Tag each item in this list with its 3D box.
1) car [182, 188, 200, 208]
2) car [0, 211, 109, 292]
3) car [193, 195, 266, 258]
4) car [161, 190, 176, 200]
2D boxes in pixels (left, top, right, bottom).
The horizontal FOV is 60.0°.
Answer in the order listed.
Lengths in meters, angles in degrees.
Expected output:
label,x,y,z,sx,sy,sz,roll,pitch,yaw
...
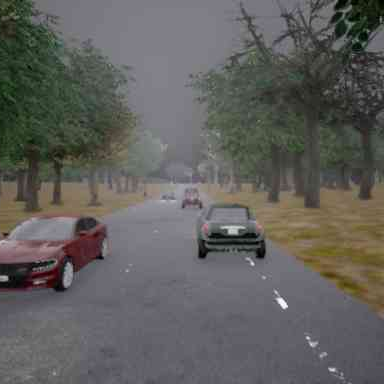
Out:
label,x,y,z,sx,sy,sz,roll,pitch,yaw
car,0.007,0.725,35.492,2.097,1.767,4.553,0,1,0
car,-3.611,1.331,8.811,1.882,1.535,5.008,0,1,0
car,1.209,1.153,11.979,2.097,1.767,4.553,0,1,0
car,-3.631,0.491,51.943,1.837,1.490,4.892,0,1,0
